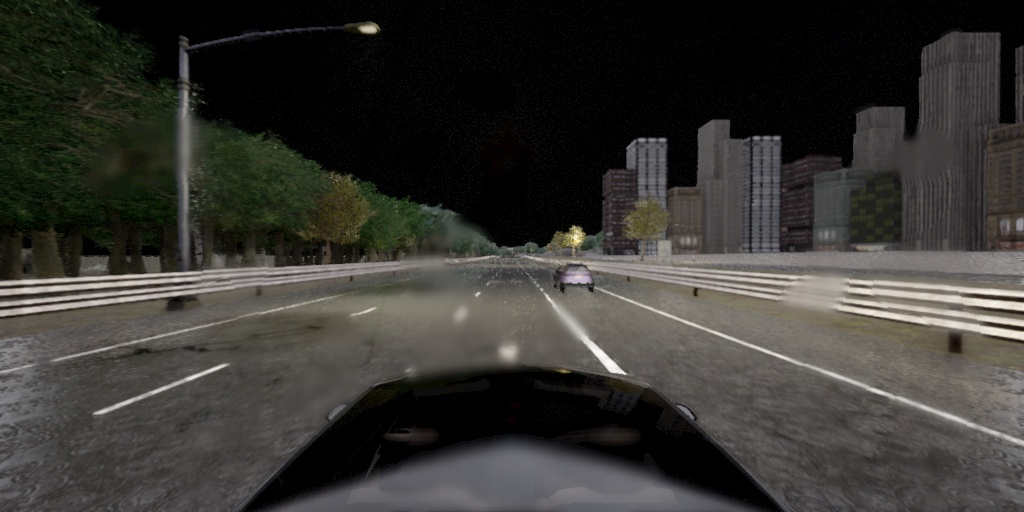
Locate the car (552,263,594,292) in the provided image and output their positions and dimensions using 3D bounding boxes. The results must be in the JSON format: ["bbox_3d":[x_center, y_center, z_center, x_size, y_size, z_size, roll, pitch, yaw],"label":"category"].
[{"bbox_3d":[3.523,1.195,21.235,2.033,1.649,4.856,0,0,0],"label":"car"}]
